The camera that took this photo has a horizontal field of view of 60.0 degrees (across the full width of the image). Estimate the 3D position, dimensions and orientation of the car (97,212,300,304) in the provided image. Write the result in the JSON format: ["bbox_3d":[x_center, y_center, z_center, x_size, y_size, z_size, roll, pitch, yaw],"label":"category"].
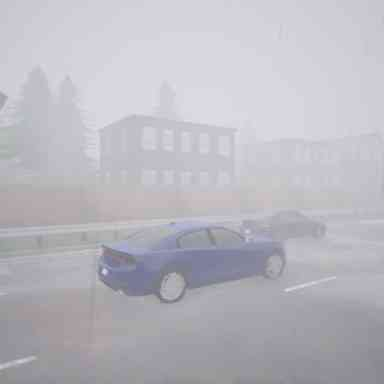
[{"bbox_3d":[0.234,1.466,8.213,5.008,1.535,1.882,0,0,-35],"label":"car"}]

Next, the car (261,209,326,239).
[{"bbox_3d":[4.224,1.496,15.374,4.674,1.442,1.812,0,0,-36],"label":"car"}]
